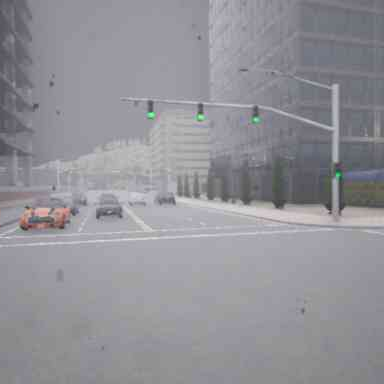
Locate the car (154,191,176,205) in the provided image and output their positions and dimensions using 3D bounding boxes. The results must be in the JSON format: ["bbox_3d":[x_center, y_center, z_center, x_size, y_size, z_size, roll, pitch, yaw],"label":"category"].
[{"bbox_3d":[-3.510,0.715,42.504,2.097,1.767,4.553,-1,1,-15],"label":"car"}]

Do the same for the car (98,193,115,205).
[{"bbox_3d":[-12.059,0.882,46.866,2.128,1.511,4.902,-1,1,-14],"label":"car"}]

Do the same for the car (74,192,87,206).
[{"bbox_3d":[-14.470,0.842,42.183,2.097,1.767,4.553,-1,1,-15],"label":"car"}]

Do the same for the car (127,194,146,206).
[{"bbox_3d":[-7.094,0.931,42.364,1.812,1.442,4.674,-1,1,-15],"label":"car"}]

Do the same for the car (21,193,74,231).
[{"bbox_3d":[-8.342,1.135,19.262,2.097,1.767,4.553,-1,1,-15],"label":"car"}]

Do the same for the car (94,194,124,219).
[{"bbox_3d":[-6.413,1.166,25.638,1.837,1.490,4.892,-1,1,-15],"label":"car"}]

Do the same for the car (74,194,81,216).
[{"bbox_3d":[-10.660,1.198,27.953,1.812,1.442,4.674,-1,1,-15],"label":"car"}]
